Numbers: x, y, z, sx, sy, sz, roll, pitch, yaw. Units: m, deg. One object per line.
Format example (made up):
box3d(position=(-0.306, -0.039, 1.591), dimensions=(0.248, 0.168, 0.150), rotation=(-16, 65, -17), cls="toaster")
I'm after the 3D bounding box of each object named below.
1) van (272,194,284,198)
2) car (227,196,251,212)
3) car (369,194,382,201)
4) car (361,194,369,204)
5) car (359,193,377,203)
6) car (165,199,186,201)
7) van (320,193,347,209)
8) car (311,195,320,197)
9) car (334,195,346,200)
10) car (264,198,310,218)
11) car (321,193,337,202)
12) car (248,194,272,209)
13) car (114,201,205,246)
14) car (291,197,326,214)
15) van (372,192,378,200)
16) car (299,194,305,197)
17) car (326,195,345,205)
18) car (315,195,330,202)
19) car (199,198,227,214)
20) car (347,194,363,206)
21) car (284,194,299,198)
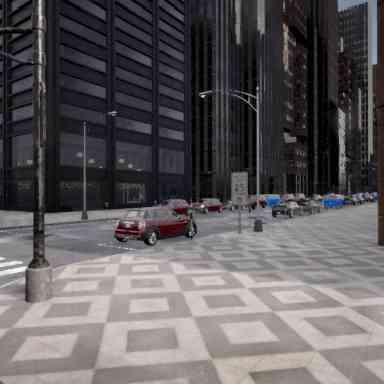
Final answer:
box3d(position=(11.224, 1.247, 47.497), dimensions=(1.690, 1.788, 3.998), rotation=(0, 0, 36), cls="van")
box3d(position=(4.678, 1.481, 38.388), dimensions=(2.008, 1.369, 4.403), rotation=(0, 0, 36), cls="car")
box3d(position=(41.071, 1.247, 74.420), dimensions=(1.967, 1.590, 4.097), rotation=(0, 0, 36), cls="car")
box3d(position=(27.978, 1.409, 56.201), dimensions=(1.947, 1.339, 4.313), rotation=(0, 0, 36), cls="car")
box3d(position=(34.525, 1.369, 65.311), dimensions=(1.887, 1.381, 4.507), rotation=(0, 0, 36), cls="car")
box3d(position=(-1.870, 1.396, 29.277), dimensions=(1.967, 1.590, 4.097), rotation=(0, 0, 36), cls="car")
box3d(position=(18.157, 1.216, 42.536), dimensions=(1.690, 1.788, 3.998), rotation=(0, 0, 36), cls="van")
box3d(position=(24.319, 1.305, 65.719), dimensions=(1.967, 1.590, 4.097), rotation=(0, 0, 36), cls="car")
box3d(position=(37.414, 1.396, 83.939), dimensions=(1.947, 1.339, 4.313), rotation=(0, 0, 36), cls="car")
box3d(position=(8.337, 1.463, 28.872), dimensions=(2.008, 1.369, 4.403), rotation=(0, 0, 36), cls="car")
box3d(position=(30.866, 1.161, 74.829), dimensions=(2.192, 1.841, 5.009), rotation=(0, 0, 36), cls="car")
box3d(position=(7.951, 1.233, 42.943), dimensions=(2.192, 1.841, 5.009), rotation=(0, 0, 36), cls="car")
box3d(position=(-1.483, 1.393, 15.208), dimensions=(1.967, 1.590, 4.097), rotation=(0, 0, 36), cls="car")
box3d(position=(11.611, 1.465, 33.427), dimensions=(1.947, 1.339, 4.313), rotation=(0, 0, 36), cls="car")
box3d(position=(37.798, 1.157, 69.865), dimensions=(1.690, 1.788, 3.998), rotation=(0, 0, 36), cls="van")
box3d(position=(17.771, 1.199, 56.607), dimensions=(2.192, 1.841, 5.009), rotation=(0, 0, 36), cls="car")
box3d(position=(23.805, 1.337, 54.958), dimensions=(1.882, 1.535, 5.008), rotation=(0, 0, 35), cls="car")
box3d(position=(27.593, 1.406, 70.274), dimensions=(2.008, 1.369, 4.403), rotation=(0, 0, 36), cls="car")
box3d(position=(1.404, 1.383, 33.832), dimensions=(1.967, 1.590, 4.097), rotation=(0, 0, 36), cls="car")
box3d(position=(24.704, 1.419, 51.646), dimensions=(1.947, 1.339, 4.313), rotation=(0, 0, 36), cls="car")
box3d(position=(14.498, 1.210, 52.053), dimensions=(2.192, 1.841, 5.009), rotation=(0, 0, 36), cls="car")
